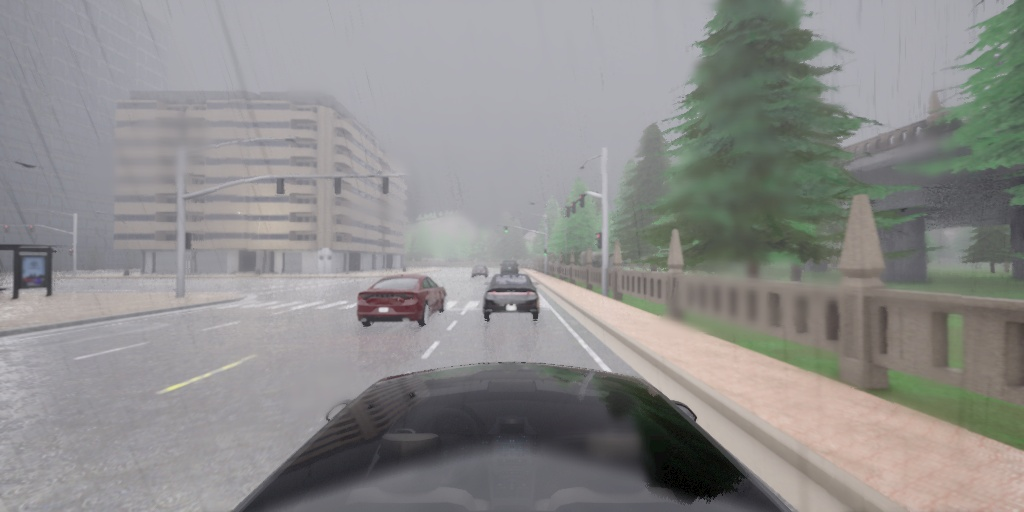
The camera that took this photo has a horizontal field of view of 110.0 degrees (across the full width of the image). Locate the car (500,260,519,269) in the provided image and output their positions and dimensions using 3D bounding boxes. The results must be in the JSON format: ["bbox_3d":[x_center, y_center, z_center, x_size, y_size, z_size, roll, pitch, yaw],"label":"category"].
[{"bbox_3d":[-0.292,1.523,43.281,2.150,2.045,5.566,0,-1,-1],"label":"car"}]

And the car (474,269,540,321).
[{"bbox_3d":[-0.028,1.394,13.265,2.128,1.511,4.902,0,-1,0],"label":"car"}]

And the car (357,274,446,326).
[{"bbox_3d":[-3.516,1.370,12.272,1.882,1.535,5.008,0,-1,0],"label":"car"}]

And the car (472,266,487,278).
[{"bbox_3d":[-3.800,1.850,43.296,2.033,1.411,5.357,0,-1,0],"label":"car"}]
